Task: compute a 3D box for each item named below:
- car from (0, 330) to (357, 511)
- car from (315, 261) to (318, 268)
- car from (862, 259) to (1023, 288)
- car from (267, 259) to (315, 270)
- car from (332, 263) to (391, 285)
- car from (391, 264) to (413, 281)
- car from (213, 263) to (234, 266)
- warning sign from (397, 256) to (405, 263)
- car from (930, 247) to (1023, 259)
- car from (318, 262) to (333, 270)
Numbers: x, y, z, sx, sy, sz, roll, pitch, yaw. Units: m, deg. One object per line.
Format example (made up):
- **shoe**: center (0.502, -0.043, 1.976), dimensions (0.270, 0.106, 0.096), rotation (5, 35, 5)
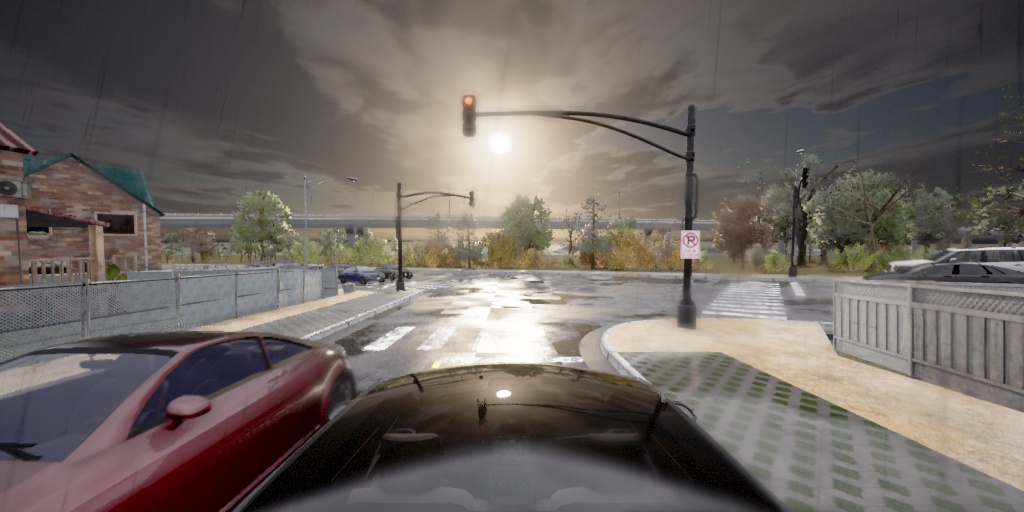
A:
- **car**: center (-2.847, 1.313, 2.596), dimensions (1.994, 1.385, 4.181), rotation (0, 0, 0)
- **car**: center (-30.619, 1.429, 54.482), dimensions (4.718, 1.301, 1.895), rotation (-1, 2, 36)
- **car**: center (18.204, 1.017, 15.216), dimensions (4.892, 1.490, 1.837), rotation (-1, 2, 36)
- **car**: center (-22.557, 1.399, 36.478), dimensions (4.553, 1.767, 2.097), rotation (-1, 2, 36)
- **car**: center (-12.175, 1.486, 28.960), dimensions (4.674, 1.442, 1.812), rotation (0, 2, 36)
- **car**: center (-10.727, 1.417, 31.926), dimensions (4.181, 1.385, 1.994), rotation (0, 2, 36)
- **car**: center (-39.238, 1.698, 48.679), dimensions (4.892, 1.490, 1.837), rotation (-1, 1, 36)
- **warning sign**: center (-14.323, 0.719, 46.212), dimensions (1.060, 1.860, 1.300), rotation (0, 0, 36)
- **car**: center (21.507, 0.611, 16.822), dimensions (5.566, 2.045, 2.150), rotation (0, 2, 36)
- **car**: center (-17.711, 1.474, 36.982), dimensions (4.181, 1.385, 1.994), rotation (0, 2, 36)
